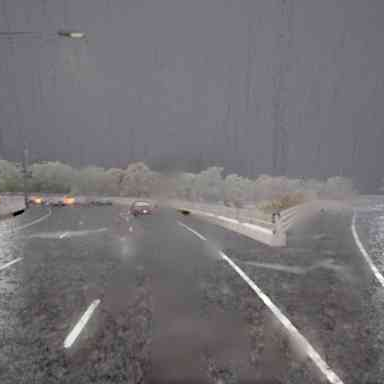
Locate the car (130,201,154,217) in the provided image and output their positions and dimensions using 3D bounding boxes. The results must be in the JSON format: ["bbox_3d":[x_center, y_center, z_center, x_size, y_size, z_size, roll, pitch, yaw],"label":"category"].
[{"bbox_3d":[-4.807,1.567,31.623,1.812,1.442,4.674,0,0,-17],"label":"car"}]

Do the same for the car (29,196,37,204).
[{"bbox_3d":[-31.464,1.572,67.381,2.097,1.767,4.553,0,0,-40],"label":"car"}]

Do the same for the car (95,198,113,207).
[{"bbox_3d":[-14.754,1.650,55.343,2.033,1.411,5.357,0,0,-32],"label":"car"}]

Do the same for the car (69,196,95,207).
[{"bbox_3d":[-17.719,1.614,53.496,2.128,1.511,4.902,0,0,-32],"label":"car"}]

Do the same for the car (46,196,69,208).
[{"bbox_3d":[-21.324,1.748,52.722,1.895,1.301,4.718,0,0,-32],"label":"car"}]

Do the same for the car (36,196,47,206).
[{"bbox_3d":[-26.110,1.673,60.316,2.128,1.511,4.902,0,0,-37],"label":"car"}]

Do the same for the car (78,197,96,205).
[{"bbox_3d":[-20.330,1.684,64.264,1.994,1.385,4.181,0,0,-37],"label":"car"}]
